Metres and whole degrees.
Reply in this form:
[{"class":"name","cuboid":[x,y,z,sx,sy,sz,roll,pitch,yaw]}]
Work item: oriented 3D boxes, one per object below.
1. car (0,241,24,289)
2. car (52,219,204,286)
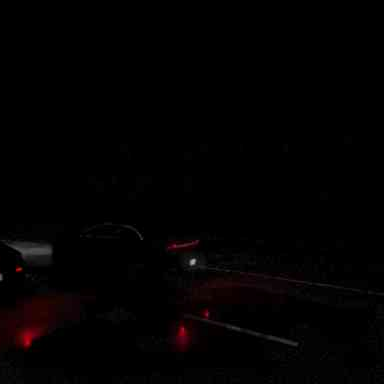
[{"class":"car","cuboid":[-5.876,1.570,7.893,4.674,1.442,1.812,0,0,32]},{"class":"car","cuboid":[-1.993,1.524,9.548,4.902,1.511,2.128,0,0,34]}]
